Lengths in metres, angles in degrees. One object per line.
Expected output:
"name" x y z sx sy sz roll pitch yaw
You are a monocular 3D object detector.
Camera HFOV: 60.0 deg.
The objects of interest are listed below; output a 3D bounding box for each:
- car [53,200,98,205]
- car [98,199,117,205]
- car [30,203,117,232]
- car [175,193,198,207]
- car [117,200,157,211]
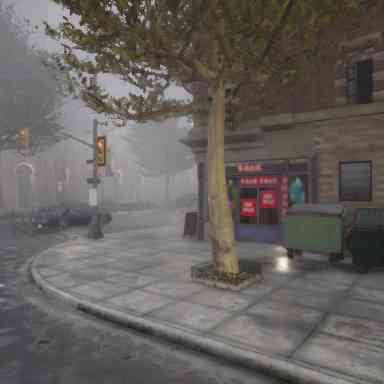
"car" -12.472 1.547 33.122 2.033 1.411 5.357 0 0 36
"car" -11.975 1.595 45.089 1.895 1.301 4.718 0 0 36
"car" -7.199 1.601 20.388 1.895 1.301 4.718 0 0 36
"car" -0.237 1.221 49.876 2.150 2.045 5.566 0 0 36
"car" -6.576 1.601 41.206 1.895 1.301 4.718 0 0 36
